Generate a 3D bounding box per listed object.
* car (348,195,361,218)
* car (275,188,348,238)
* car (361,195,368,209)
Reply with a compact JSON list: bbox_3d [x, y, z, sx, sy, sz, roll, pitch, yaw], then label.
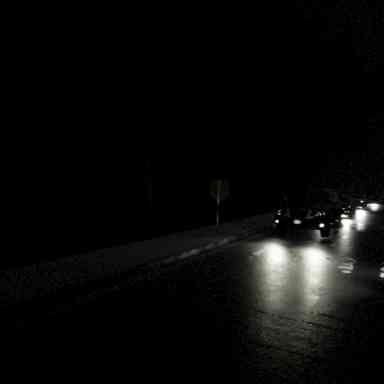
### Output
[{"bbox_3d":[11.006,0.970,24.565,1.837,1.490,4.892,3,2,32],"label":"car"},{"bbox_3d":[5.787,0.832,16.006,2.150,2.045,5.566,3,2,32],"label":"car"},{"bbox_3d":[16.564,0.938,33.591,1.895,1.301,4.718,3,2,32],"label":"car"}]
